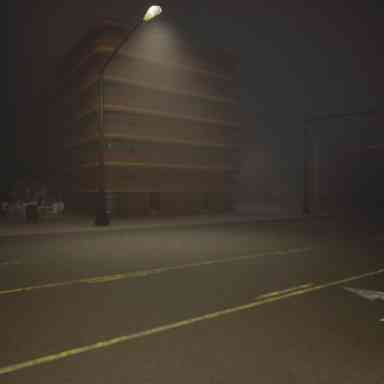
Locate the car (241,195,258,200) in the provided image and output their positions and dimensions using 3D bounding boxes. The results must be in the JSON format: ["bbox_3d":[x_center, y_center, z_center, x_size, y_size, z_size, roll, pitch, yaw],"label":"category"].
[{"bbox_3d":[15.790,1.452,88.365,3.806,1.475,1.970,-1,0,-35],"label":"car"}]

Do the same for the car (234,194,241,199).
[{"bbox_3d":[11.818,1.298,92.584,4.611,1.667,2.242,-1,0,-35],"label":"car"}]
